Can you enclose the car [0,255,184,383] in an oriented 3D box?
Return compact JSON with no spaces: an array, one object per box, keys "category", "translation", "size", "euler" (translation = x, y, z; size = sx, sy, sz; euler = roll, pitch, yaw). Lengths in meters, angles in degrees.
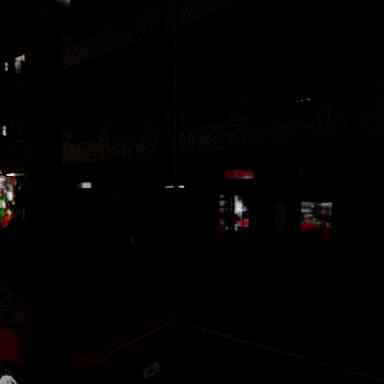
[{"category":"car","translation":[-2.199,1.544,4.445],"size":[4.507,1.381,1.887],"euler":[0,0,35]}]
